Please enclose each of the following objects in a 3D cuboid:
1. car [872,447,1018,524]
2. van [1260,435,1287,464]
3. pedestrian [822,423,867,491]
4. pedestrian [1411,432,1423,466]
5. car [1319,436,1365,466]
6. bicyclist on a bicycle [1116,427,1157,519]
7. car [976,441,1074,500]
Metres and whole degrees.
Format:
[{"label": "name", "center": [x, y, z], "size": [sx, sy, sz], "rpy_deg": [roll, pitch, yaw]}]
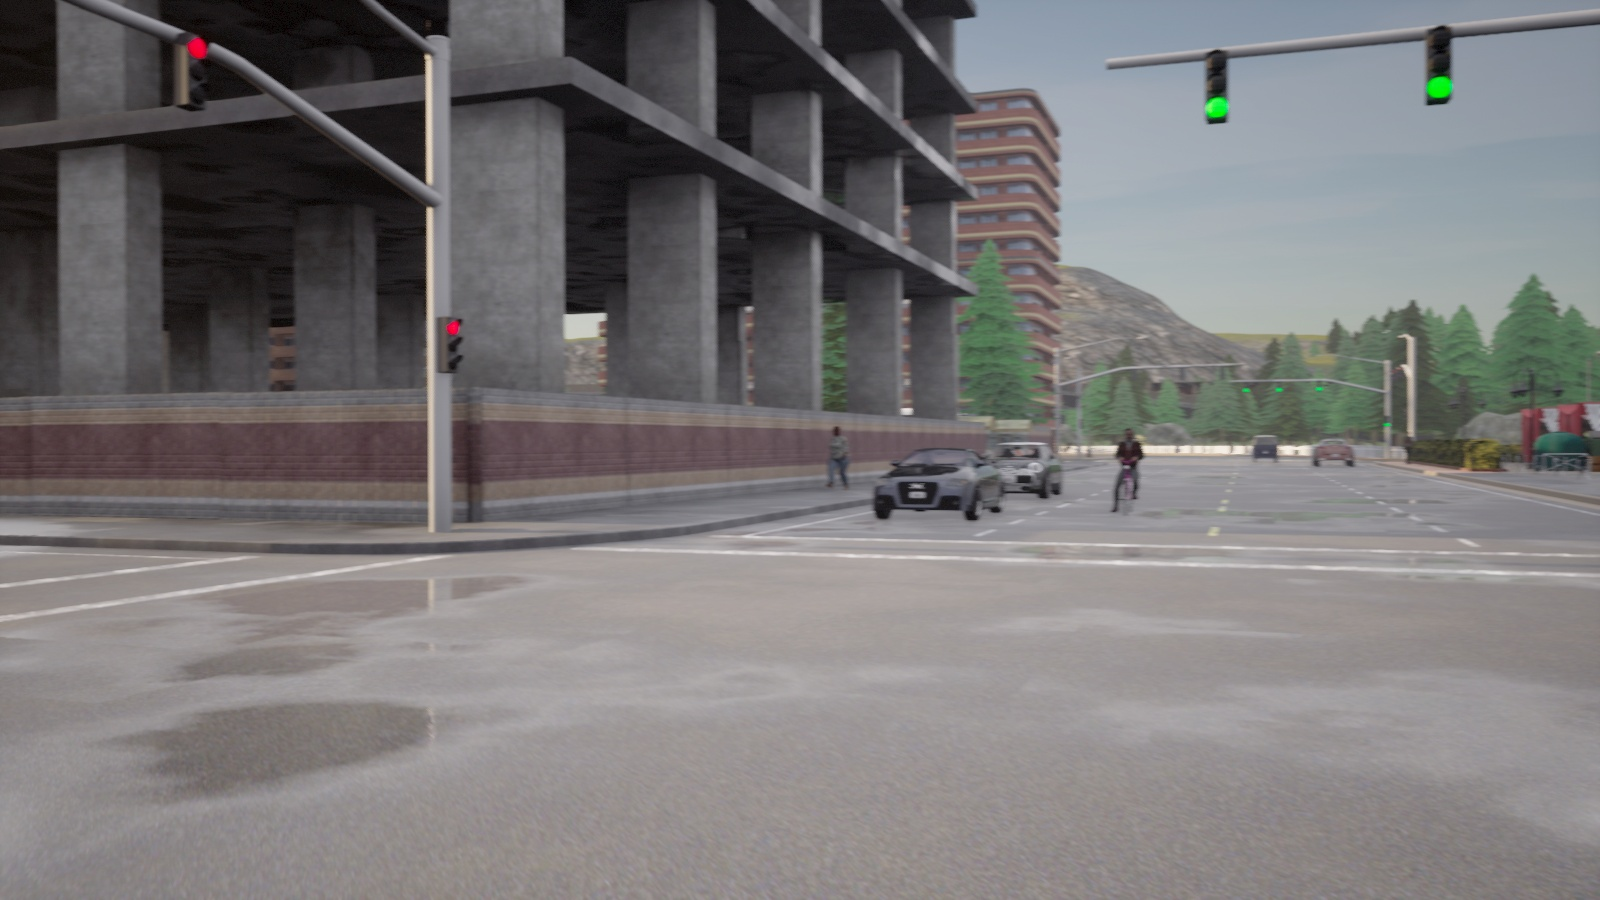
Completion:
[{"label": "car", "center": [2.992, 0.647, 25.100], "size": [1.994, 1.385, 4.181], "rpy_deg": [0, 0, 20]}, {"label": "van", "center": [34.218, -0.040, 90.783], "size": [1.775, 1.987, 4.442], "rpy_deg": [0, 0, 20]}, {"label": "pedestrian", "center": [1.250, 0.195, 35.068], "size": [0.874, 1.855, 0.900], "rpy_deg": [0, 0, 39]}, {"label": "pedestrian", "center": [33.583, -0.066, 68.343], "size": [0.634, 1.846, 0.331], "rpy_deg": [0, 0, -41]}, {"label": "car", "center": [31.683, 0.037, 73.497], "size": [2.152, 1.651, 5.027], "rpy_deg": [0, 0, 20]}, {"label": "bicyclist on a bicycle", "center": [6.796, 0.442, 25.320], "size": [0.659, 1.776, 1.843], "rpy_deg": [0, 0, 20]}, {"label": "car", "center": [6.103, 0.496, 33.688], "size": [1.970, 1.475, 3.806], "rpy_deg": [0, 0, 20]}]
